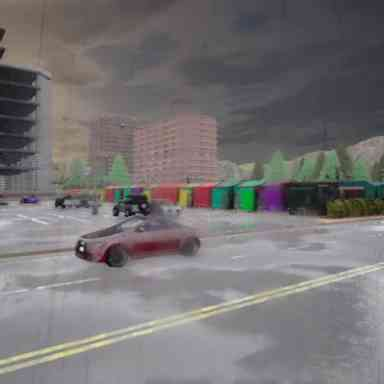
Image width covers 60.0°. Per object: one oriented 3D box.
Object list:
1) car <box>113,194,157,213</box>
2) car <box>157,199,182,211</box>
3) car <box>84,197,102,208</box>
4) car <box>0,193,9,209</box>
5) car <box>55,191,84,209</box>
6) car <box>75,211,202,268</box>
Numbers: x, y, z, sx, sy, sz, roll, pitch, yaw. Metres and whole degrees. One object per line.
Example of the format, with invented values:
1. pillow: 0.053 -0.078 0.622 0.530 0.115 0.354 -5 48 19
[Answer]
1. car: -4.907 1.137 27.169 1.905 1.878 3.866 0 0 -37
2. car: -2.585 1.373 28.899 1.970 1.475 3.806 0 0 -37
3. car: -13.091 1.337 42.853 1.784 1.438 3.905 0 0 -37
4. car: -28.930 1.132 49.873 1.932 1.855 4.605 0 0 -37
5. car: -15.446 1.130 41.165 1.932 1.855 4.605 0 0 -37
6. car: -1.726 1.556 11.308 4.181 1.385 1.994 0 0 -35
